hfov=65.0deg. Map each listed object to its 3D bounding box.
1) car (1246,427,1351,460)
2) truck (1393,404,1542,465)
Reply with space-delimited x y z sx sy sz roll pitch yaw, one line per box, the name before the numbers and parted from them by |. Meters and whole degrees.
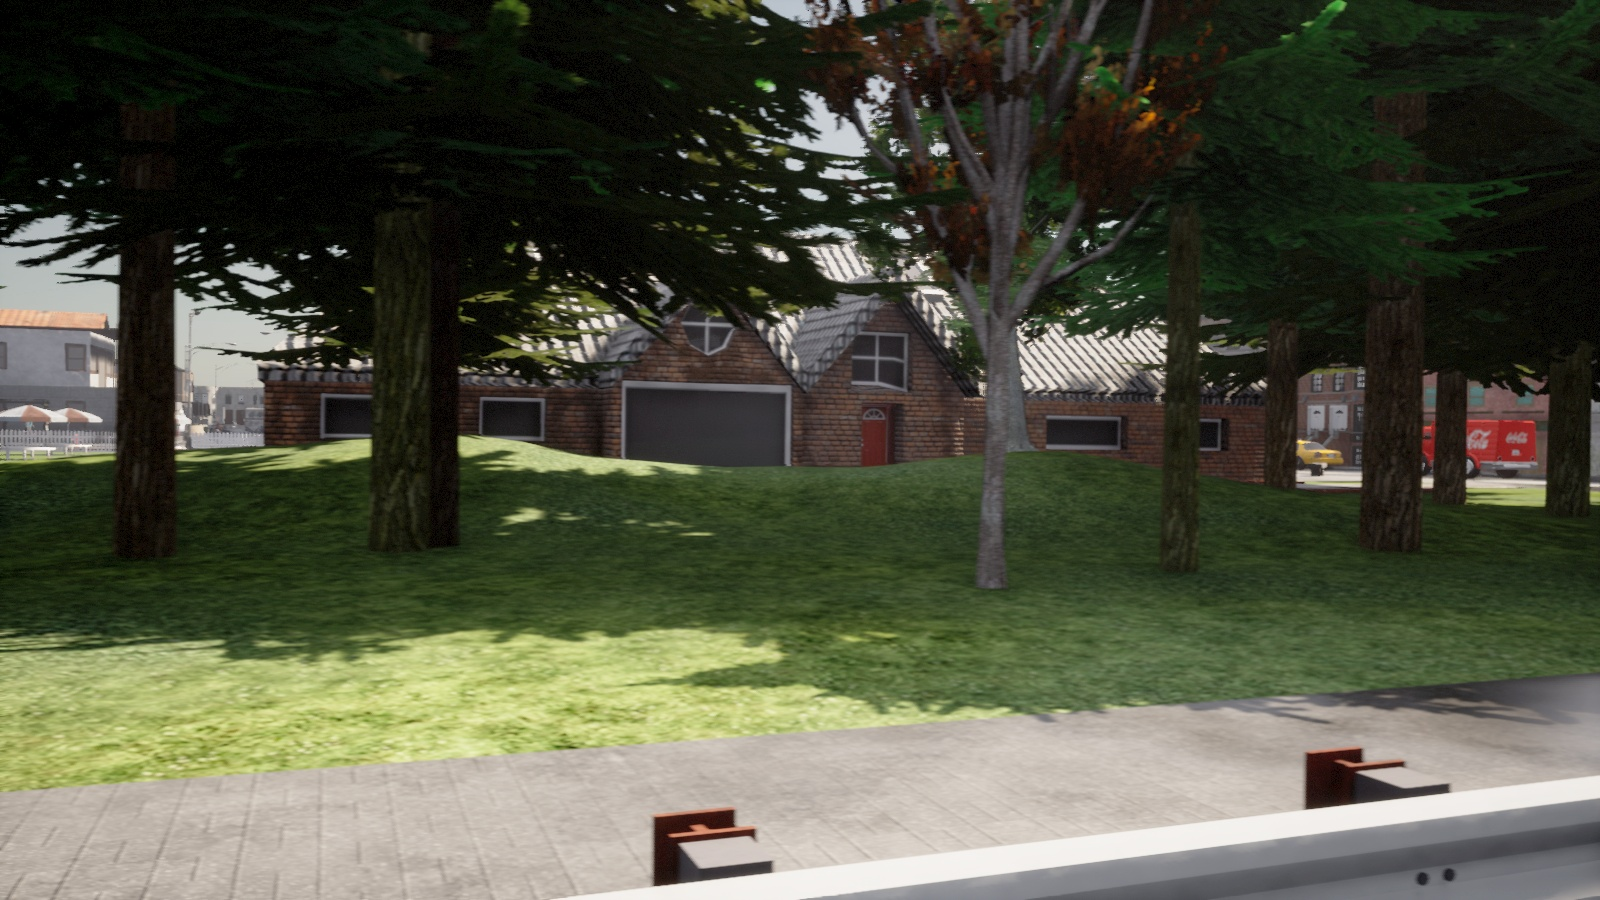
car | 25.043 -0.364 63.351 1.801 1.575 5.366 -1 1 -20
truck | 28.549 -0.674 53.952 2.627 2.467 5.204 -1 1 -21
